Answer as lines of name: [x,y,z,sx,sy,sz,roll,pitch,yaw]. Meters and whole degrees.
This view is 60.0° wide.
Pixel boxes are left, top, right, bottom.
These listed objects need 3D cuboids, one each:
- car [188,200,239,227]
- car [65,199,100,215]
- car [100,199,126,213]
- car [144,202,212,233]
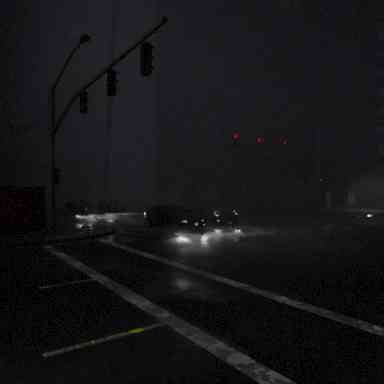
car: [1.096,1.350,22.796,2.097,1.767,4.553,0,0,-36]
car: [-11.812,1.490,34.733,2.128,1.511,4.902,0,0,-36]
car: [-9.016,1.525,36.861,1.812,1.442,4.674,0,0,-36]
car: [-1.176,1.504,19.963,1.837,1.490,4.892,0,0,-36]
